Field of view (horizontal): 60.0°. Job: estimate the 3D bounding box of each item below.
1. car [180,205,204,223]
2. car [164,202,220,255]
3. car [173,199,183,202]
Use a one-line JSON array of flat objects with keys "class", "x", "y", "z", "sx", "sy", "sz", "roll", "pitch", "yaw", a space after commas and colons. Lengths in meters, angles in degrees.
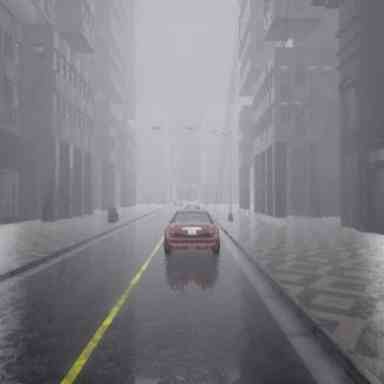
[{"class": "car", "x": 0.011, "y": 1.860, "z": 29.278, "sx": 1.994, "sy": 1.385, "sz": 4.181, "roll": 0, "pitch": -1, "yaw": 0}, {"class": "car", "x": 0.007, "y": 1.489, "z": 14.091, "sx": 2.097, "sy": 1.767, "sz": 4.553, "roll": 0, "pitch": -1, "yaw": 0}, {"class": "car", "x": -2.982, "y": 2.344, "z": 70.991, "sx": 2.128, "sy": 1.511, "sz": 4.902, "roll": 0, "pitch": -1, "yaw": 0}]
